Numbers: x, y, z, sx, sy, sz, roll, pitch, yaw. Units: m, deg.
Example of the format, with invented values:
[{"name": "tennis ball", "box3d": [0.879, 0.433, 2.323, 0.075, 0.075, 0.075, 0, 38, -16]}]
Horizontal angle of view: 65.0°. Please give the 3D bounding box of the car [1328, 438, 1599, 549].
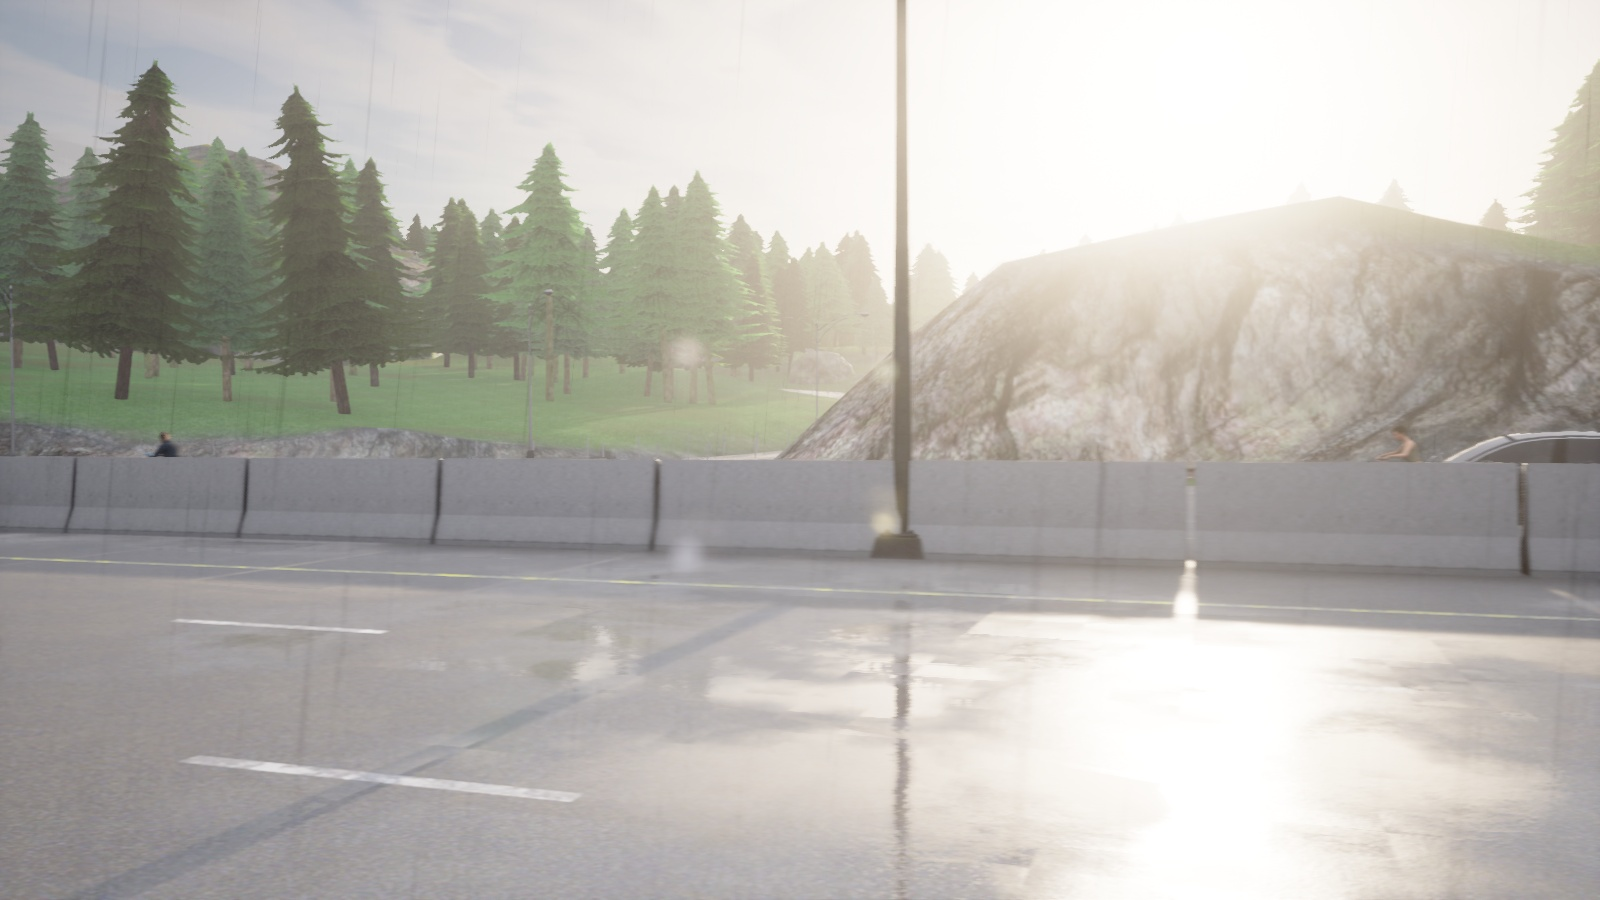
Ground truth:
[{"name": "car", "box3d": [10.369, 0.579, 18.167, 4.892, 1.490, 1.837, 0, 1, 19]}]
